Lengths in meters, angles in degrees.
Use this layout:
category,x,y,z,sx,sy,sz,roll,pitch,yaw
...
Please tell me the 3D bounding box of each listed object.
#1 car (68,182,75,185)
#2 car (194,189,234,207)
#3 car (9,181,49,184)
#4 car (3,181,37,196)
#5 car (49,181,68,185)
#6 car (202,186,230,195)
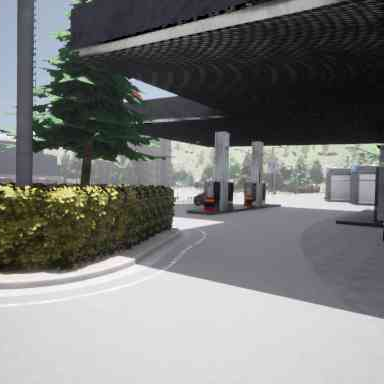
category,x,y,z,sx,sy,sz,roll,pitch,yaw
car,-25.645,-1.289,68.024,4.605,1.855,1.932,2,2,35
car,2.068,0.728,33.423,1.837,1.490,4.892,2,2,35
car,-17.351,-0.184,35.189,3.866,1.878,1.905,2,2,35
car,-21.902,-0.472,42.394,4.605,1.855,1.932,2,2,35
car,-26.976,-1.264,65.408,3.866,1.878,1.905,2,2,35
car,4.686,-0.310,65.637,5.027,1.636,2.152,2,2,35
